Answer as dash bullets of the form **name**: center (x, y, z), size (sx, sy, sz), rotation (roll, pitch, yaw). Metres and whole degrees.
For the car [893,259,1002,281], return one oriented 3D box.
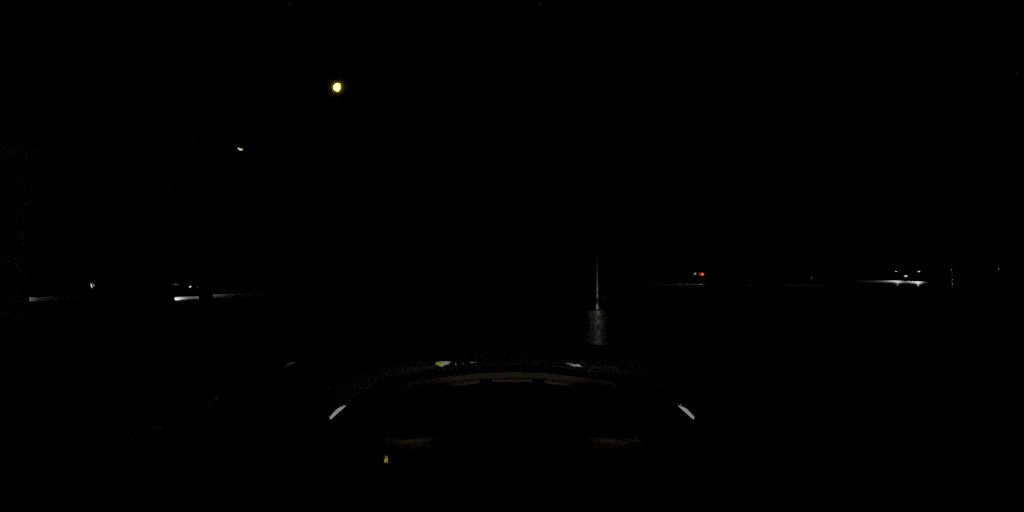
- **car**: center (28.329, 0.878, 23.401), size (5.357, 1.411, 2.033), rotation (-1, -2, 0)

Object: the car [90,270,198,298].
- **car**: center (-20.220, 1.494, 19.833), size (4.892, 1.490, 1.837), rotation (-1, -2, 0)

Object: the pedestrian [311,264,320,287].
- **pedestrian**: center (-15.054, 1.465, 27.422), size (0.375, 1.860, 0.375), rotation (0, -1, 0)

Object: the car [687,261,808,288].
- **car**: center (12.815, 1.001, 20.046), size (5.357, 1.411, 2.033), rotation (-1, -2, 3)

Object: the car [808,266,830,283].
- **car**: center (17.658, 1.100, 23.427), size (4.718, 1.301, 1.895), rotation (-1, -2, 0)
